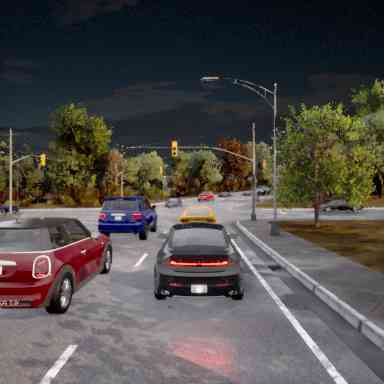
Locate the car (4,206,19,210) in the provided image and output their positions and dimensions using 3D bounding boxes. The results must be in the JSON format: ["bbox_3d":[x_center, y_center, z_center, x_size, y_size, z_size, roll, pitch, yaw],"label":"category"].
[{"bbox_3d":[-21.174,1.827,35.662,4.718,1.301,1.895,-1,0,3],"label":"car"}]

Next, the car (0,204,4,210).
[{"bbox_3d":[-21.519,1.709,32.172,4.902,1.511,2.128,-1,0,4],"label":"car"}]

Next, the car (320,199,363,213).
[{"bbox_3d":[16.385,1.534,37.011,4.902,1.511,2.128,-1,0,4],"label":"car"}]

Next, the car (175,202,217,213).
[{"bbox_3d":[0.348,1.518,17.846,1.882,1.535,5.008,0,0,2],"label":"car"}]

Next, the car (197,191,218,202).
[{"bbox_3d":[2.934,0.973,69.120,2.150,2.045,5.566,0,2,21],"label":"car"}]

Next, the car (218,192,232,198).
[{"bbox_3d":[7.824,0.710,79.533,2.033,1.411,5.357,0,3,28],"label":"car"}]

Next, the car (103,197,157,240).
[{"bbox_3d":[-3.181,1.260,17.364,2.150,2.045,5.566,0,0,2],"label":"car"}]

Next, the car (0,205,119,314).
[{"bbox_3d":[-3.353,1.363,7.801,2.097,1.767,4.553,0,0,1],"label":"car"}]

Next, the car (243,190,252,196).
[{"bbox_3d":[14.627,0.267,84.324,1.994,1.385,4.181,0,3,33],"label":"car"}]

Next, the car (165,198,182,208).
[{"bbox_3d":[-2.730,1.667,51.182,1.812,1.442,4.674,0,0,13],"label":"car"}]

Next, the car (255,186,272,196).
[{"bbox_3d":[17.947,0.150,83.044,1.882,1.535,5.008,0,3,33],"label":"car"}]

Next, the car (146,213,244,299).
[{"bbox_3d":[0.154,1.517,8.467,1.837,1.490,4.892,0,0,1],"label":"car"}]
